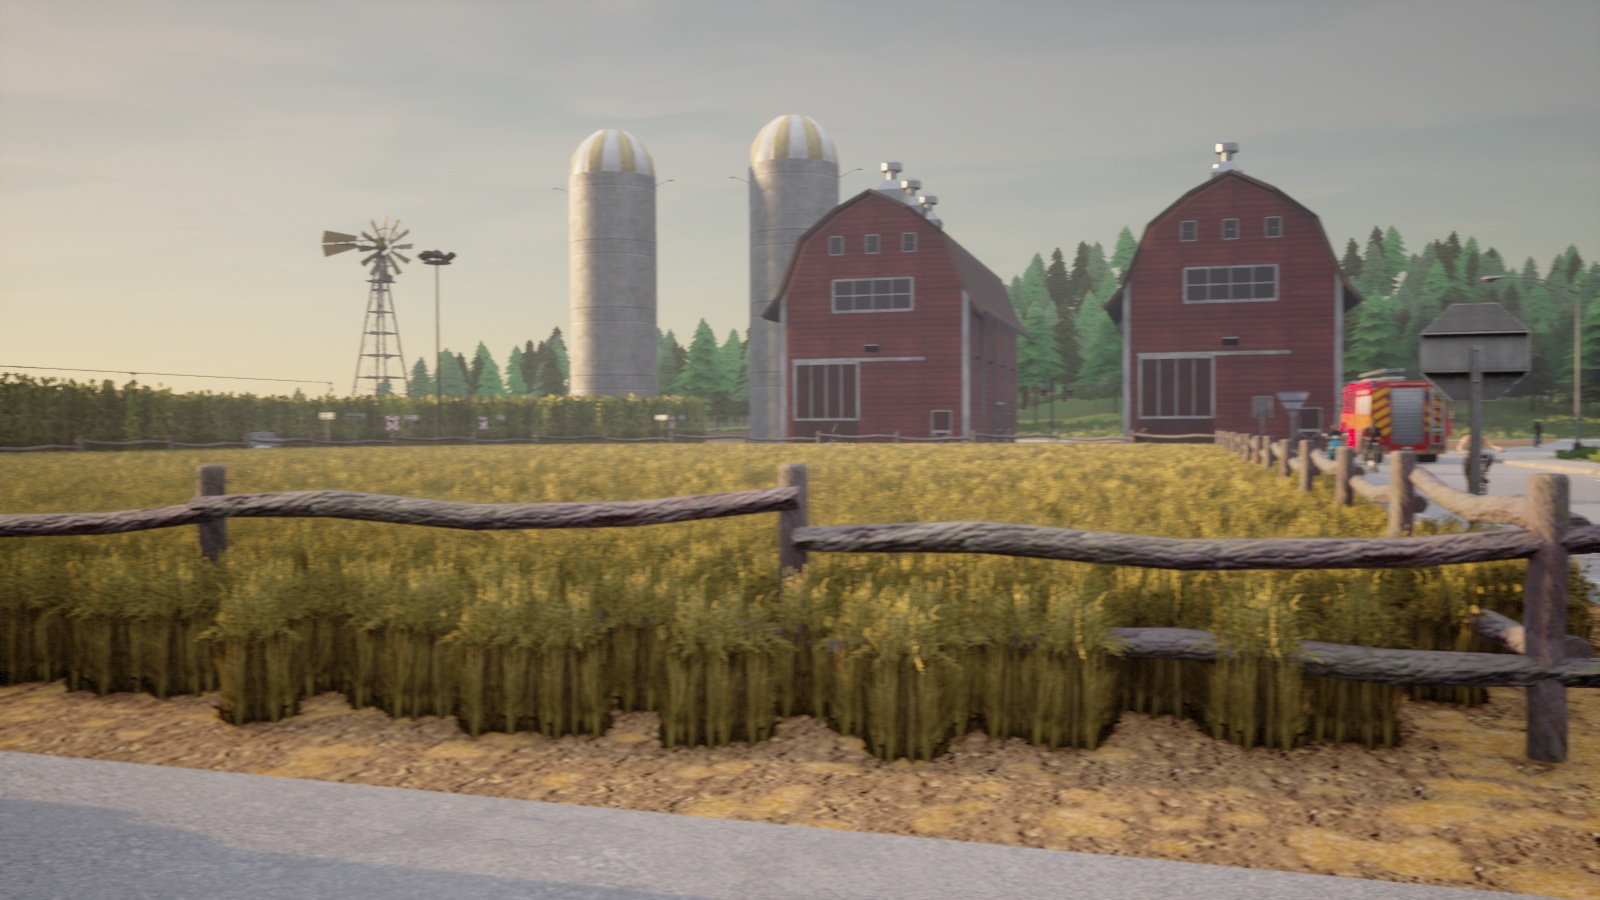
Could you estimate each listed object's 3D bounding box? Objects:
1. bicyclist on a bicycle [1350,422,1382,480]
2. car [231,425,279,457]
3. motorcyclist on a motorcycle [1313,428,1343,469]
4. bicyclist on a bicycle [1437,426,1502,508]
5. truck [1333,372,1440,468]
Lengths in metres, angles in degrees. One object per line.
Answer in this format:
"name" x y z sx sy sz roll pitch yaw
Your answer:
"bicyclist on a bicycle" 17.891 0.013 39.703 0.659 1.776 1.843 0 1 17
"car" -27.485 -0.478 63.447 2.128 1.511 4.902 0 1 -22
"motorcyclist on a motorcycle" 20.880 -0.081 49.716 0.866 1.590 1.817 0 1 16
"bicyclist on a bicycle" 13.615 0.328 25.579 0.866 1.612 1.509 1 1 17
"truck" 25.207 -1.281 54.382 2.891 3.827 8.468 0 1 16
